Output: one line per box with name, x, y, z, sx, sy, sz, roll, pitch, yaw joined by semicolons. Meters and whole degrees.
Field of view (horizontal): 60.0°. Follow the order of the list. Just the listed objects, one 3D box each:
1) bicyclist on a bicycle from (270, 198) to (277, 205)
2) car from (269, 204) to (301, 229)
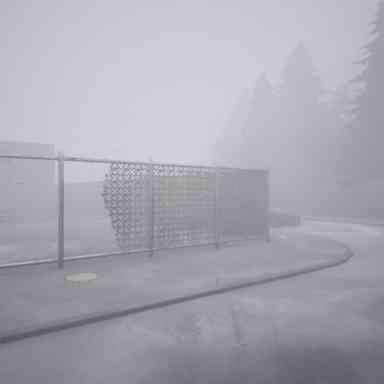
bicyclist on a bicycle;7.911;1.363;32.441;1.656;1.620;0.582;0;0;-36
car;4.888;1.487;22.219;1.882;1.535;5.008;0;0;-36
